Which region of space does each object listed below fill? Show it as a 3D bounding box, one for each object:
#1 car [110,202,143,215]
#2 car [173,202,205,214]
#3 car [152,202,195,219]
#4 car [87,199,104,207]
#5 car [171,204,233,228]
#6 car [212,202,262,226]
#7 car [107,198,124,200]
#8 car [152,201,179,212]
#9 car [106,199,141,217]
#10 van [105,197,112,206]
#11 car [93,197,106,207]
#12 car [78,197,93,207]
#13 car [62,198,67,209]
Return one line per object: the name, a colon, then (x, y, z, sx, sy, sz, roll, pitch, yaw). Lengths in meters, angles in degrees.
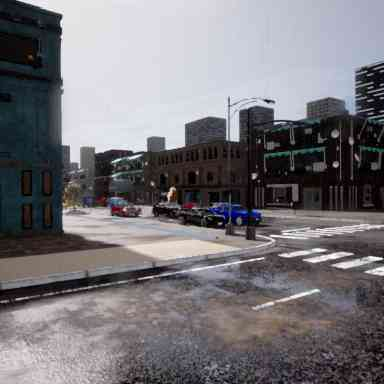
car: (-8.343, 1.989, 41.915, 2.033, 1.411, 5.357, -1, 0, -35)
car: (-0.454, 1.904, 40.786, 1.802, 1.307, 4.206, -2, 0, -35)
car: (-2.212, 1.813, 33.282, 2.128, 1.511, 4.902, -1, 0, -35)
car: (-19.701, 2.228, 67.851, 1.887, 1.381, 4.507, -1, 0, -35)
car: (0.660, 1.814, 24.549, 1.947, 1.339, 4.313, -2, 0, -35)
car: (3.187, 1.692, 25.685, 1.882, 1.535, 5.008, -1, 0, -36)
car: (-10.924, 2.071, 51.055, 1.994, 1.385, 4.181, -1, 0, -36)
car: (-3.661, 1.966, 45.297, 1.802, 1.307, 4.206, -2, 0, -35)
car: (-7.285, 1.846, 35.928, 1.967, 1.590, 4.097, -1, 0, -35)
van: (-13.290, 1.907, 58.829, 1.690, 1.788, 3.998, -1, 0, -35)
car: (-16.498, 1.940, 63.340, 2.192, 1.841, 5.009, -1, 0, -35)
car: (-20.551, 1.909, 64.586, 2.150, 2.045, 5.566, -1, 0, -35)
car: (-23.223, 2.233, 58.344, 1.752, 1.417, 4.829, -1, 0, -35)
